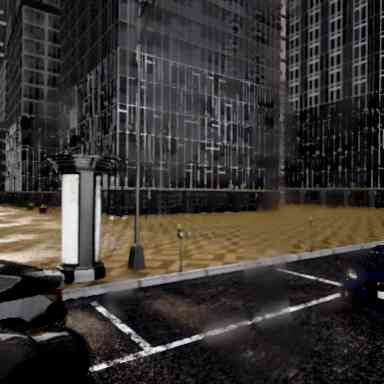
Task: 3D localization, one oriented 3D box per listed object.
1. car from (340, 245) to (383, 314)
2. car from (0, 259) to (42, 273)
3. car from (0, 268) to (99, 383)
[{"bbox_3d":[4.938,1.617,6.847,4.181,1.385,1.994,1,0,-36],"label":"car"},{"bbox_3d":[-3.743,1.537,3.921,4.313,1.339,1.947,1,0,-35],"label":"car"},{"bbox_3d":[-2.727,1.502,1.471,4.674,1.442,1.812,1,0,-34],"label":"car"}]
